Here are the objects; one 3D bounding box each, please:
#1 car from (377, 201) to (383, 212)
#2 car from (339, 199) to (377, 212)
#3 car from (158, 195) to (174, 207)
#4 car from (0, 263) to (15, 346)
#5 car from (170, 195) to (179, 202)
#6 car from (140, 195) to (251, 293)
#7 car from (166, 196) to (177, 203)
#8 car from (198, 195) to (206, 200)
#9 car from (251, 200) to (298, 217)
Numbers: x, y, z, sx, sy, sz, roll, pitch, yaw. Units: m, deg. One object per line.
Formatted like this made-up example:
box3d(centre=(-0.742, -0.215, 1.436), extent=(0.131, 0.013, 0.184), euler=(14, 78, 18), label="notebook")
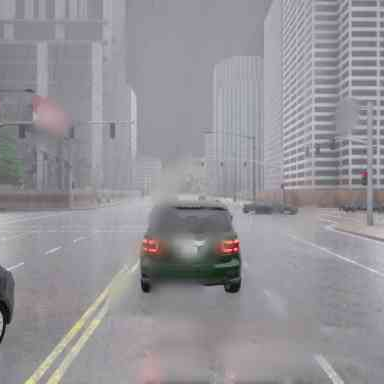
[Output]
box3d(centre=(22.129, 1.477, 33.907), extent=(5.008, 1.535, 1.882), euler=(0, 0, -1), label="car")
box3d(centre=(19.460, 1.547, 37.372), extent=(5.357, 1.411, 2.033), euler=(0, 0, -1), label="car")
box3d(centre=(-4.034, 1.352, 52.260), extent=(2.097, 1.767, 4.553), euler=(0, 0, 0), label="car")
box3d(centre=(-3.616, 1.505, 3.180), extent=(1.837, 1.490, 4.892), euler=(0, 0, -1), label="car")
box3d(centre=(-4.170, 1.500, 78.420), extent=(1.837, 1.490, 4.892), euler=(0, 0, 0), label="car")
box3d(centre=(-0.022, 1.221, 9.003), extent=(2.150, 2.045, 5.566), euler=(0, 0, 0), label="car")
box3d(centre=(-4.091, 1.547, 67.921), extent=(2.033, 1.411, 5.357), euler=(0, 0, 0), label="car")
box3d(centre=(2.724, 1.500, 90.613), extent=(1.837, 1.490, 4.892), euler=(0, 0, 0), label="car")
box3d(centre=(7.285, 1.477, 31.034), extent=(5.008, 1.535, 1.882), euler=(0, 1, 18), label="car")
